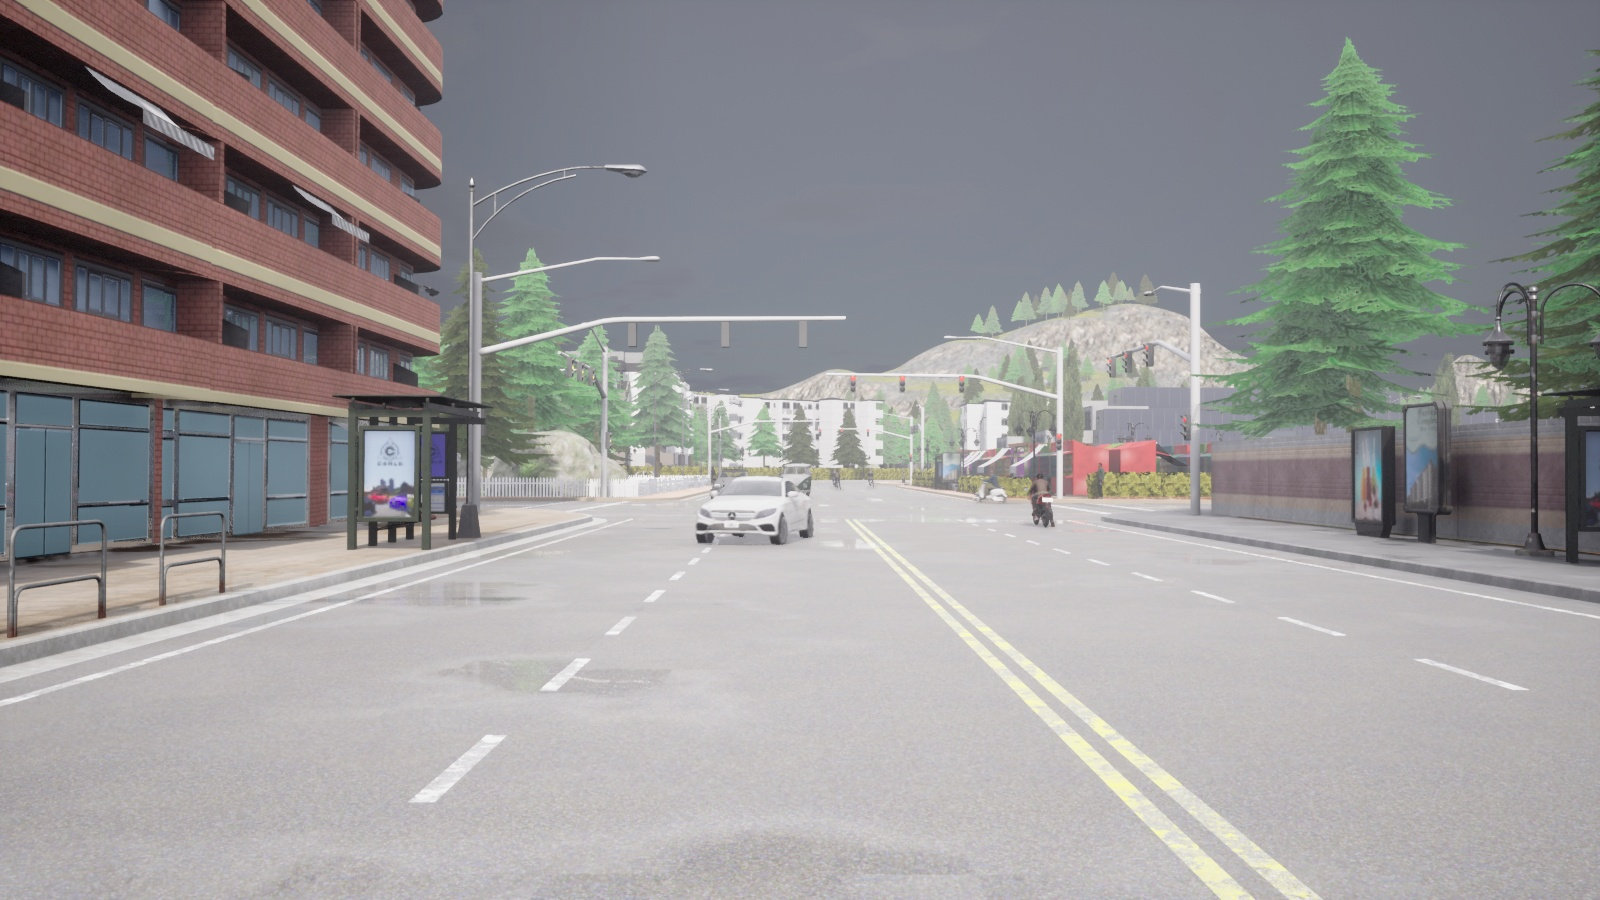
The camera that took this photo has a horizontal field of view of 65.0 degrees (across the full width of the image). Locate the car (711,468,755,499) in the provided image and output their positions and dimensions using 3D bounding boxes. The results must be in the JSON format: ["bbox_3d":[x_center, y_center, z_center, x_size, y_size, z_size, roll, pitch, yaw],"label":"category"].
[{"bbox_3d":[-3.693,1.844,69.900,2.242,1.667,4.611,0,-1,0],"label":"car"}]

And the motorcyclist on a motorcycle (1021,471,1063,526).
[{"bbox_3d":[6.901,1.371,35.922,0.797,1.523,2.044,0,-1,0],"label":"motorcyclist on a motorcycle"}]

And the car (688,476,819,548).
[{"bbox_3d":[-0.919,1.312,27.950,1.812,1.442,4.674,0,-1,12],"label":"car"}]

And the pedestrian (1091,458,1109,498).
[{"bbox_3d":[14.962,1.401,62.560,0.788,1.949,0.423,0,-1,2],"label":"pedestrian"}]

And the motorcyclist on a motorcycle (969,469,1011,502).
[{"bbox_3d":[9.214,1.730,61.021,1.817,1.590,0.866,-1,-4,39],"label":"motorcyclist on a motorcycle"}]

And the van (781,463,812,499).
[{"bbox_3d":[-0.201,1.800,73.544,1.775,1.987,4.442,0,-1,0],"label":"van"}]
